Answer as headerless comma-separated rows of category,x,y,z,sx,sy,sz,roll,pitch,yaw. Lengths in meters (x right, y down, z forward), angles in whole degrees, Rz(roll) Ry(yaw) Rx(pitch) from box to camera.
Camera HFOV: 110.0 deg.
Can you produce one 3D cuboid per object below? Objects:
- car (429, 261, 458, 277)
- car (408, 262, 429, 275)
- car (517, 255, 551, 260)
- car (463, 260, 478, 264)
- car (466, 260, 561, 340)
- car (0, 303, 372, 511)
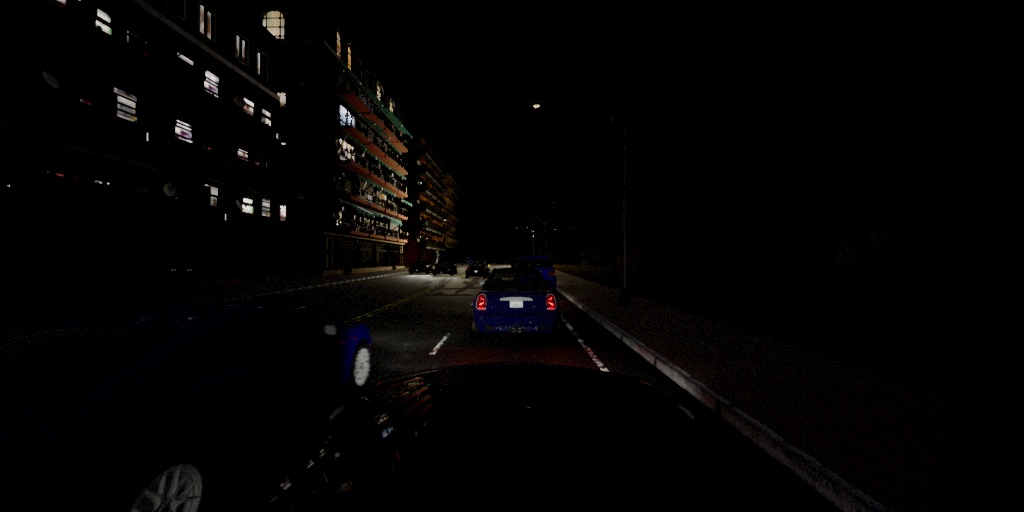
car,-6.606,1.276,35.811,1.812,1.442,4.674,0,0,0
car,-9.857,1.314,39.163,1.994,1.385,4.181,0,0,0
car,1.133,0.976,19.711,2.150,2.045,5.566,0,0,0
car,-3.154,1.312,33.431,1.994,1.385,4.181,0,0,0
car,0.096,1.103,10.136,2.097,1.767,4.553,0,0,0
car,-3.154,1.228,3.734,1.882,1.535,5.008,0,0,0
